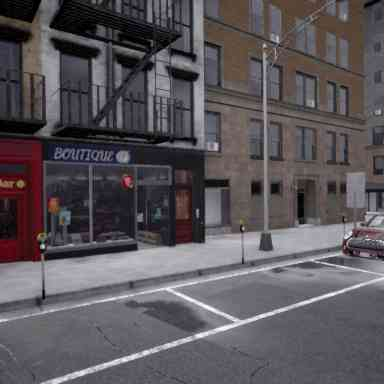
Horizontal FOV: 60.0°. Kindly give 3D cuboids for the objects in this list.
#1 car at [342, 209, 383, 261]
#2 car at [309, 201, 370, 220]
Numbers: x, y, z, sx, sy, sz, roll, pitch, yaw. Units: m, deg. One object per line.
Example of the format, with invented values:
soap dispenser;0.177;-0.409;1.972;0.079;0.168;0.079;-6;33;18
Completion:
car;7.023;1.442;11.576;4.097;1.590;1.967;0;-1;-36
car;13.905;1.664;31.685;1.882;1.535;5.008;-1;0;-37
